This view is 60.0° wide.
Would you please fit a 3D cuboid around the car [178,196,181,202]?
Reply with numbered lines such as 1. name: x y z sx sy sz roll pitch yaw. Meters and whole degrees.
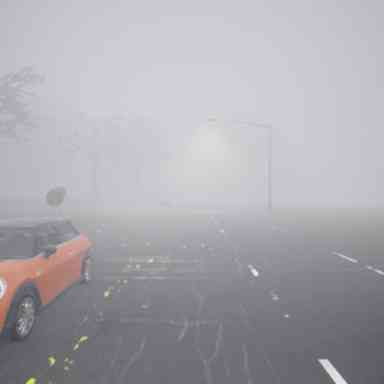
1. car: -3.579 1.594 78.267 1.812 1.442 4.674 0 0 0

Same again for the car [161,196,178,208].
1. car: -3.517 1.488 49.821 1.882 1.535 5.008 0 0 0

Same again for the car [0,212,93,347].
1. car: -3.500 1.346 6.363 2.097 1.767 4.553 0 0 0
